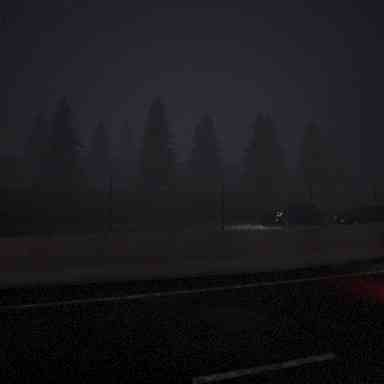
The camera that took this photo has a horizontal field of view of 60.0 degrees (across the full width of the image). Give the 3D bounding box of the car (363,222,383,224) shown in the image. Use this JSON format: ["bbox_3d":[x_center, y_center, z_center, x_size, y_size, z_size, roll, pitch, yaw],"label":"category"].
[{"bbox_3d":[11.854,1.611,18.638,4.902,1.511,2.128,0,0,-28],"label":"car"}]
